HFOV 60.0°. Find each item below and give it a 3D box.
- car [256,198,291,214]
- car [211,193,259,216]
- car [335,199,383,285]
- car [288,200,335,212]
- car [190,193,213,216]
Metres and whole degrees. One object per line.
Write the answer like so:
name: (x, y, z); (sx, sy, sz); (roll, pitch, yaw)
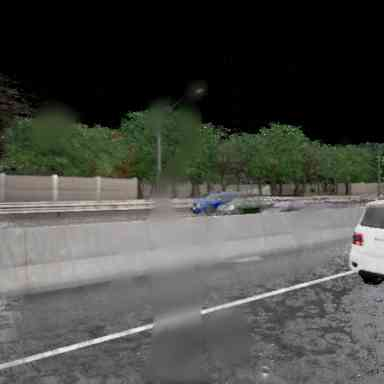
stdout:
car: (7.645, 1.409, 26.581); (4.674, 1.442, 1.812); (0, 0, -35)
car: (4.270, 1.243, 28.480); (4.553, 1.767, 2.097); (0, 0, -35)
car: (6.115, 1.168, 8.098); (5.566, 2.045, 2.150); (0, 0, -35)
car: (9.586, 1.432, 23.670); (5.357, 1.411, 2.033); (0, 0, -35)
car: (2.491, 1.110, 31.510); (5.566, 2.045, 2.150); (0, 0, -35)
